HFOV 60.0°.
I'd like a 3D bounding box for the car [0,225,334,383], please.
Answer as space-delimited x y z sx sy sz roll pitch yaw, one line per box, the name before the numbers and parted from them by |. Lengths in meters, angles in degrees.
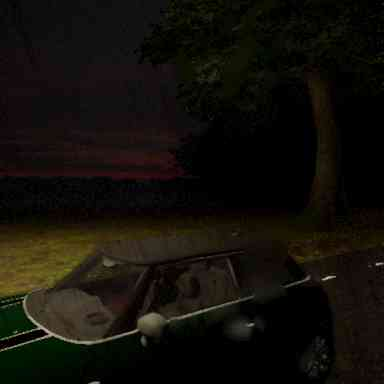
car | -0.513 1.341 3.627 4.553 1.767 2.097 0 0 -35
